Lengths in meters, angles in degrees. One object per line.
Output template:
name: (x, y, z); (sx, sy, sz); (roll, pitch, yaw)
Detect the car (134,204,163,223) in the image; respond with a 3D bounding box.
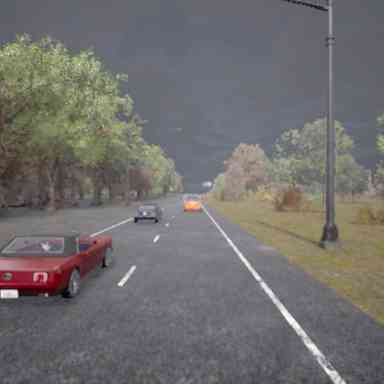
car: (-3.401, 1.629, 26.520); (2.033, 1.411, 5.357); (0, 0, 0)

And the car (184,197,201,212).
car: (0.099, 1.481, 41.730); (2.097, 1.767, 4.553); (0, 0, 0)

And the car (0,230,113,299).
car: (-3.401, 1.627, 8.440); (1.895, 1.301, 4.718); (0, 0, 0)

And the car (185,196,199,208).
car: (-0.003, 1.513, 52.031); (2.097, 1.767, 4.553); (0, 0, 0)
